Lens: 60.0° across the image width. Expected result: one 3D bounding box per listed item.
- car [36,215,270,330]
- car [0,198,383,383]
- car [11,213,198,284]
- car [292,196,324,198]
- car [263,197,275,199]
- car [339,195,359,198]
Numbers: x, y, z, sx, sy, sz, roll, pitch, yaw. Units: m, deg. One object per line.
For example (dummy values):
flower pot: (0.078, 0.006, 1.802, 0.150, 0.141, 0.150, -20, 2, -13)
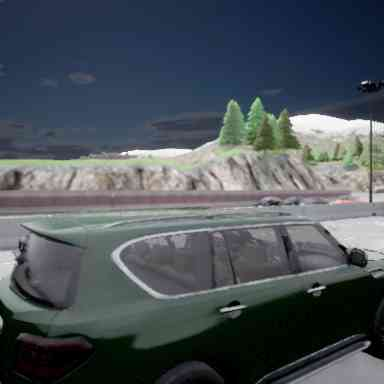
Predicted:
car: (-0.657, 1.461, 7.623, 5.008, 1.535, 1.882, 0, 0, -35)
car: (0.615, 1.211, 4.239, 5.566, 2.045, 2.150, -1, 0, -35)
car: (-2.583, 1.531, 10.544, 5.357, 1.411, 2.033, 0, 0, -35)
car: (14.953, 1.339, 40.626, 4.902, 1.511, 2.128, 0, 0, -37)
car: (10.801, 1.374, 46.231, 4.674, 1.442, 1.812, 0, 0, -37)
car: (17.831, 1.194, 38.437, 4.553, 1.767, 2.097, 0, 0, -38)
